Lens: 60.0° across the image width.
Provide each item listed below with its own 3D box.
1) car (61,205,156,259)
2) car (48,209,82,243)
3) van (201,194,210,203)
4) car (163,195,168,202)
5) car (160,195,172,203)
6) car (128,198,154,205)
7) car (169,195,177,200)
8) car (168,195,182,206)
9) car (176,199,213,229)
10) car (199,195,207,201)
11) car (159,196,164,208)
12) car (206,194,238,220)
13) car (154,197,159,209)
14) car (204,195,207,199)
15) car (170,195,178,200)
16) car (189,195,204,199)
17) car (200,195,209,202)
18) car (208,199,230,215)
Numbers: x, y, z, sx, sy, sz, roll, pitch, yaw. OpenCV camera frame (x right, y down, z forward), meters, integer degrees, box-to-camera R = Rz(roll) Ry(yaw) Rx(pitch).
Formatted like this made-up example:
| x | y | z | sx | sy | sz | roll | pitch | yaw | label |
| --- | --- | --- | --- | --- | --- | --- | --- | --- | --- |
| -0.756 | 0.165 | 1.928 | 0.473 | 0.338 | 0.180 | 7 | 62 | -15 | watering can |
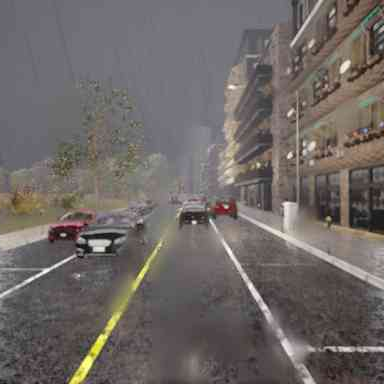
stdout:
| x | y | z | sx | sy | sz | roll | pitch | yaw | label |
| --- | --- | --- | --- | --- | --- | --- | --- | --- | --- |
| -2.824 | 1.472 | 12.548 | 2.128 | 1.511 | 4.902 | 0 | 0 | 0 | car |
| -5.275 | 1.521 | 15.907 | 1.887 | 1.381 | 4.507 | 1 | 0 | 0 | car |
| 2.708 | 1.253 | 67.492 | 1.690 | 1.788 | 3.998 | 1 | 0 | 0 | van |
| -5.209 | 1.483 | 49.831 | 2.008 | 1.369 | 4.403 | 1 | 0 | 0 | car |
| -5.174 | 1.353 | 66.793 | 1.967 | 1.590 | 4.097 | 1 | 0 | 0 | car |
| -5.242 | 1.503 | 32.869 | 2.008 | 1.369 | 4.403 | 1 | 0 | 0 | car |
| -5.131 | 1.419 | 89.238 | 1.752 | 1.417 | 4.829 | 1 | 0 | 0 | car |
| -2.712 | 1.279 | 53.847 | 2.097 | 1.767 | 4.553 | 0 | 0 | 0 | car |
| 0.142 | 1.474 | 21.527 | 1.837 | 1.490 | 4.892 | 0 | 1 | 0 | car |
| 2.739 | 1.442 | 84.475 | 1.887 | 1.381 | 4.507 | 1 | 0 | 0 | car |
| -5.220 | 1.483 | 44.177 | 1.887 | 1.381 | 4.507 | 1 | 0 | 0 | car |
| 2.631 | 1.274 | 27.865 | 2.192 | 1.841 | 5.009 | 1 | 0 | 0 | car |
| -5.231 | 1.527 | 38.524 | 1.802 | 1.307 | 4.206 | 1 | 0 | 0 | car |
| 2.662 | 1.504 | 44.848 | 1.947 | 1.339 | 4.313 | 1 | 0 | 0 | car |
| -5.120 | 1.441 | 95.063 | 2.008 | 1.369 | 4.403 | 1 | 0 | 0 | car |
| 0.182 | 1.398 | 41.334 | 1.801 | 1.575 | 5.366 | 0 | 0 | 0 | car |
| 2.717 | 1.472 | 73.153 | 1.947 | 1.339 | 4.313 | 1 | 0 | 0 | car |
| 2.640 | 1.496 | 33.527 | 1.887 | 1.381 | 4.507 | 1 | 0 | 0 | car |
